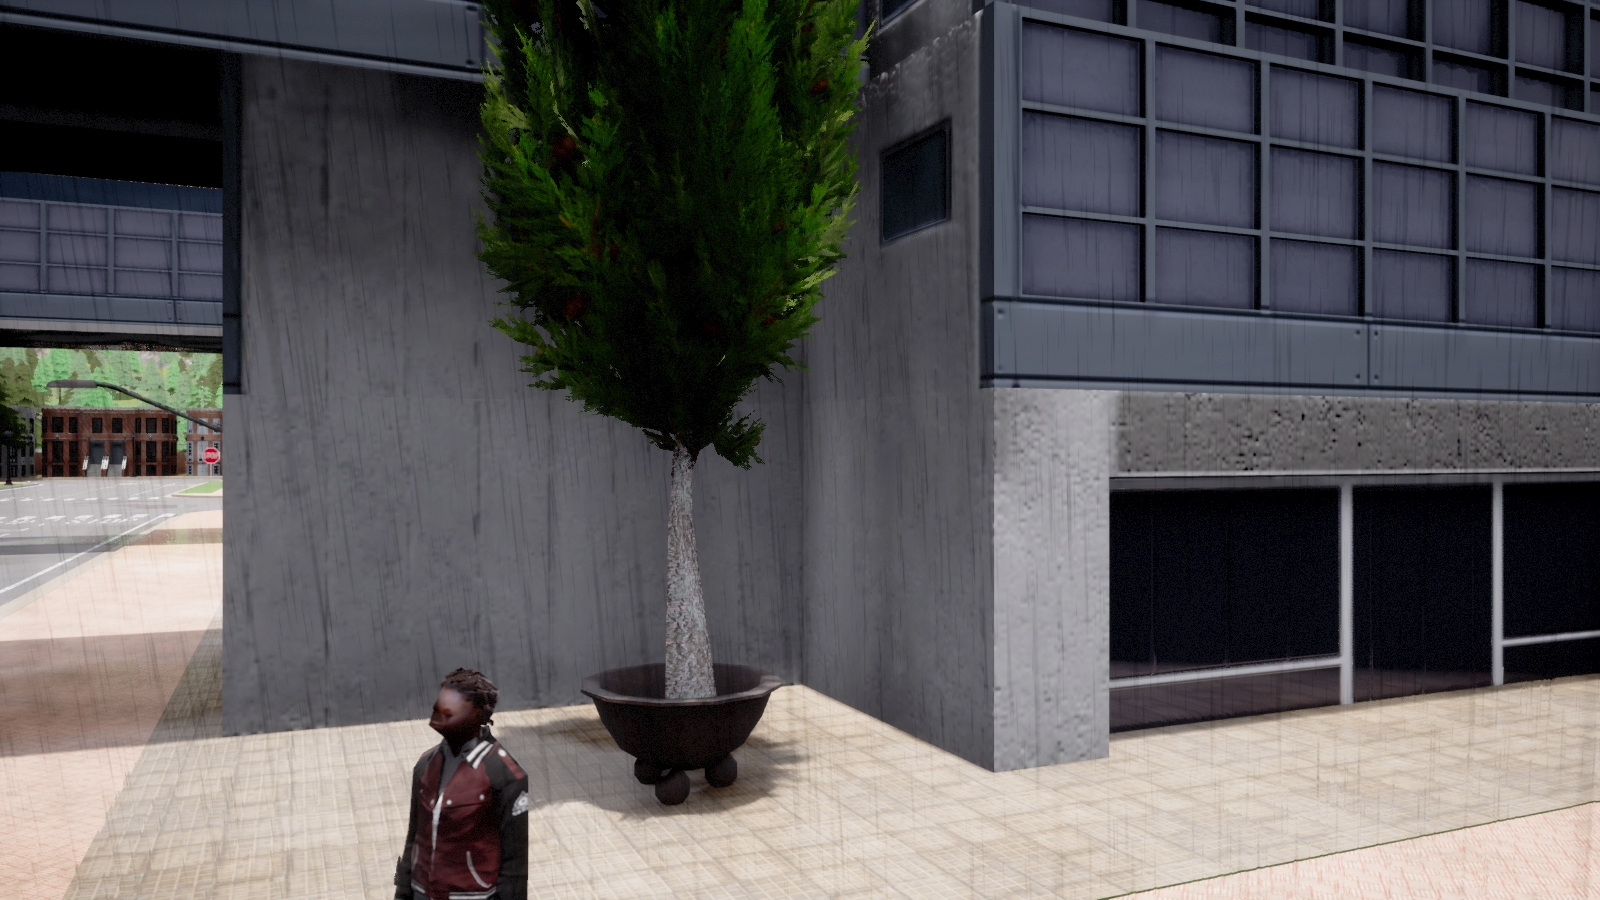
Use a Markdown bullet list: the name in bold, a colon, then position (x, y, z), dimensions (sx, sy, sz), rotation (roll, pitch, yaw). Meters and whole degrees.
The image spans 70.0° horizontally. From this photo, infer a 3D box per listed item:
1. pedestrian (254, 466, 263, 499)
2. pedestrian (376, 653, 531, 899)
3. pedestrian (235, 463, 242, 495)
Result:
- **pedestrian**: position (-31.098, 1.848, 65.615), dimensions (0.375, 1.860, 0.375), rotation (0, 0, -32)
- **pedestrian**: position (-1.231, 1.698, 4.076), dimensions (0.375, 1.860, 0.375), rotation (0, 0, 27)
- **pedestrian**: position (-32.633, 1.702, 66.436), dimensions (0.375, 1.860, 0.375), rotation (0, 0, -25)
